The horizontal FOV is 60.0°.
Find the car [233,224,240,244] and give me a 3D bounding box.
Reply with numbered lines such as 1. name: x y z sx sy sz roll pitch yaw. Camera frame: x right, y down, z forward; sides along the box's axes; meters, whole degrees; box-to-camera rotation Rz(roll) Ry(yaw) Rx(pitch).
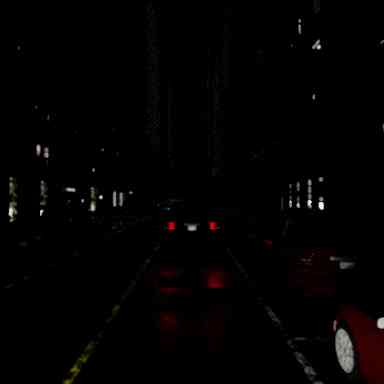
1. car: 2.707 1.713 13.726 1.802 1.307 4.206 1 -1 0

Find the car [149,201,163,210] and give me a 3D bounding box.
1. car: -5.631 2.074 52.457 1.802 1.307 4.206 1 -1 0

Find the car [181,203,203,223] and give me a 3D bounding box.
1. car: 0.012 1.785 29.323 1.837 1.490 4.892 0 0 0

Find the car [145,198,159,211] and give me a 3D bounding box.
1. car: -5.632 1.991 46.916 2.008 1.369 4.403 1 -1 0

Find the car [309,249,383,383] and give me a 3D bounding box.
1. car: 2.705 1.571 2.646 1.887 1.381 4.507 1 -1 0

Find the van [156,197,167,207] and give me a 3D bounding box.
1. van: -5.794 1.936 63.539 1.690 1.788 3.998 1 -1 0

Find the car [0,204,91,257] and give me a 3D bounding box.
1. car: -5.669 1.446 13.678 2.192 1.841 5.009 1 -1 0

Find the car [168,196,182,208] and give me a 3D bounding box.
1. car: -3.038 1.781 61.055 2.150 2.045 5.566 0 -1 1

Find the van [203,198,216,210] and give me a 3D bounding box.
1. van: 2.720 1.834 52.510 1.690 1.788 3.998 1 -1 0

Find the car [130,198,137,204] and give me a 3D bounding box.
1. car: -16.471 2.302 86.185 4.097 1.590 1.967 0 -2 0

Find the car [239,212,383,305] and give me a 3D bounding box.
1. car: 2.711 1.394 8.189 2.192 1.841 5.009 1 -1 0

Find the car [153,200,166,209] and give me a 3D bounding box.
1. car: -5.630 2.109 57.996 1.947 1.339 4.313 1 -1 0

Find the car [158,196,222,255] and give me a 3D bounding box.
1. car: 0.005 1.350 14.036 2.150 2.045 5.566 0 0 0
